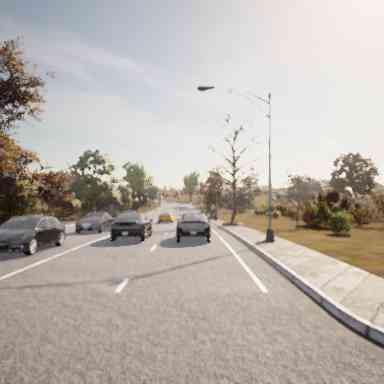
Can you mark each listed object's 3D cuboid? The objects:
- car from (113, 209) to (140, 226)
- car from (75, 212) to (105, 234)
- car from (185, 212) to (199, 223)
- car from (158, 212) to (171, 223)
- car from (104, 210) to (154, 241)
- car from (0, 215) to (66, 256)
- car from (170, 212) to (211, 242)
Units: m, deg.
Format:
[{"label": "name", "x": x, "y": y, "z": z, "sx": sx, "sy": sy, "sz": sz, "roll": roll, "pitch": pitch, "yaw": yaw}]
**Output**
[{"label": "car", "x": -7.126, "y": 2.810, "z": 36.790, "sx": 2.097, "sy": 1.767, "sz": 4.553, "roll": 0, "pitch": -3, "yaw": 0}, {"label": "car", "x": -7.113, "y": 2.243, "z": 24.733, "sx": 2.128, "sy": 1.511, "sz": 4.902, "roll": 0, "pitch": -3, "yaw": 0}, {"label": "car", "x": -0.039, "y": 3.517, "z": 45.840, "sx": 1.812, "sy": 1.442, "sz": 4.674, "roll": 0, "pitch": -3, "yaw": 0}, {"label": "car", "x": -3.537, "y": 3.462, "z": 45.715, "sx": 1.882, "sy": 1.535, "sz": 5.008, "roll": 0, "pitch": -3, "yaw": 0}, {"label": "car", "x": -3.424, "y": 1.986, "z": 19.421, "sx": 1.837, "sy": 1.490, "sz": 4.892, "roll": 0, "pitch": -3, "yaw": 0}, {"label": "car", "x": -7.109, "y": 1.796, "z": 14.524, "sx": 1.837, "sy": 1.490, "sz": 4.892, "roll": 0, "pitch": -2, "yaw": 0}, {"label": "car", "x": 0.075, "y": 1.969, "z": 19.308, "sx": 2.128, "sy": 1.511, "sz": 4.902, "roll": 0, "pitch": -3, "yaw": 0}]
